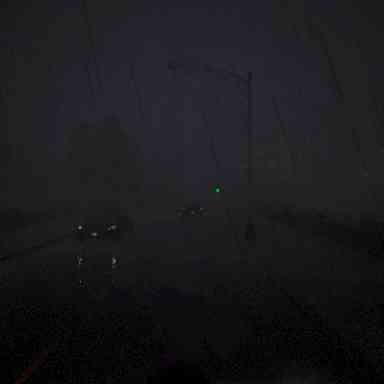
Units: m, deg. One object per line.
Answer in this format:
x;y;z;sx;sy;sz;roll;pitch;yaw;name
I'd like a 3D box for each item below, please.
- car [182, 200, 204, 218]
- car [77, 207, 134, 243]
0.074;1.457;29.005;1.812;1.442;4.674;0;0;0;car
-4.022;1.487;16.133;1.812;1.442;4.674;0;0;0;car
